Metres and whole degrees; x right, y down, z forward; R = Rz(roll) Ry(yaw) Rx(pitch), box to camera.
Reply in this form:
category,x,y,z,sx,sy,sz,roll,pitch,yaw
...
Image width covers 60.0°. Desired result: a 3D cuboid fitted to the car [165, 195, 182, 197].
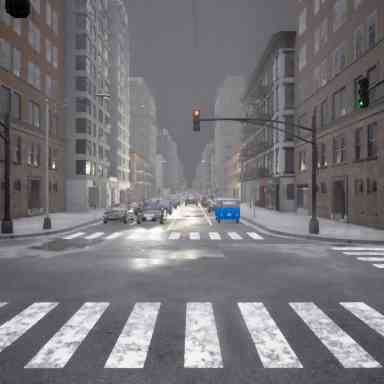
category,x,y,z,sx,sy,sz,roll,pitch,yaw
car,-2.902,1.555,53.195,1.994,1.385,4.181,0,0,1

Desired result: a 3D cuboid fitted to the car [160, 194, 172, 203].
category,x,y,z,sx,sy,sz,roll,pitch,yaw
car,-5.515,1.293,70.406,2.192,1.841,5.009,0,0,0

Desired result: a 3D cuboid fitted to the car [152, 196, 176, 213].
category,x,y,z,sx,sy,sz,roll,pitch,yaw
car,-2.912,1.476,33.947,1.882,1.535,5.008,0,0,0

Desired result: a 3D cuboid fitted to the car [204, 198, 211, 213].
category,x,y,z,sx,sy,sz,roll,pitch,yaw
car,2.571,1.580,36.337,1.802,1.307,4.206,0,0,0

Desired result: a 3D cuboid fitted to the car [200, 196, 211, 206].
category,x,y,z,sx,sy,sz,roll,pitch,yaw
car,2.551,1.577,47.700,1.802,1.307,4.206,0,0,0

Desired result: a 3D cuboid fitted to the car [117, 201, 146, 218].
category,x,y,z,sx,sy,sz,roll,pitch,yaw
car,-5.444,1.543,30.633,1.887,1.381,4.507,0,0,0

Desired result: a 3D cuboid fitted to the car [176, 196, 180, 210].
category,x,y,z,sx,sy,sz,roll,pitch,yaw
car,-2.925,1.560,43.173,1.994,1.385,4.181,0,0,0

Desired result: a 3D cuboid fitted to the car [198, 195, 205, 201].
category,x,y,z,sx,sy,sz,roll,pitch,yaw
car,2.480,1.532,87.469,1.947,1.339,4.313,0,0,0

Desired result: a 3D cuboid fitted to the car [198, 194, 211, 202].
category,x,y,z,sx,sy,sz,roll,pitch,yaw
car,2.541,1.306,53.381,2.192,1.841,5.009,0,0,0

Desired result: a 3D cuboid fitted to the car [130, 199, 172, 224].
category,x,y,z,sx,sy,sz,roll,pitch,yaw
car,-2.882,1.491,24.504,2.128,1.511,4.902,0,0,-1

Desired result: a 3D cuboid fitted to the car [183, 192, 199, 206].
category,x,y,z,sx,sy,sz,roll,pitch,yaw
car,-0.100,1.341,55.069,2.097,1.767,4.553,0,0,0

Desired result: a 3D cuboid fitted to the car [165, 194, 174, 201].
category,x,y,z,sx,sy,sz,roll,pitch,yaw
car,-5.535,1.410,81.770,1.967,1.590,4.097,0,0,0

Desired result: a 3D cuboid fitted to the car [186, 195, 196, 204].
category,x,y,z,sx,sy,sz,roll,pitch,yaw
car,-0.118,1.460,65.102,1.882,1.535,5.008,0,0,0

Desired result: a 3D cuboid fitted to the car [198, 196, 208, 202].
category,x,y,z,sx,sy,sz,roll,pitch,yaw
car,2.500,1.525,76.106,2.008,1.369,4.403,0,0,0

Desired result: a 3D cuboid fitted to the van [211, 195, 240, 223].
category,x,y,z,sx,sy,sz,roll,pitch,yaw
van,2.591,1.340,24.975,1.690,1.788,3.998,0,0,0

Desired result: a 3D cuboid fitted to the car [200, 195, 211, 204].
category,x,y,z,sx,sy,sz,roll,pitch,yaw
car,2.520,1.422,64.744,1.967,1.590,4.097,0,0,0

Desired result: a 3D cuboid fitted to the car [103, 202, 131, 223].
category,x,y,z,sx,sy,sz,roll,pitch,yaw
car,-5.434,1.550,24.952,2.008,1.369,4.403,0,0,0
